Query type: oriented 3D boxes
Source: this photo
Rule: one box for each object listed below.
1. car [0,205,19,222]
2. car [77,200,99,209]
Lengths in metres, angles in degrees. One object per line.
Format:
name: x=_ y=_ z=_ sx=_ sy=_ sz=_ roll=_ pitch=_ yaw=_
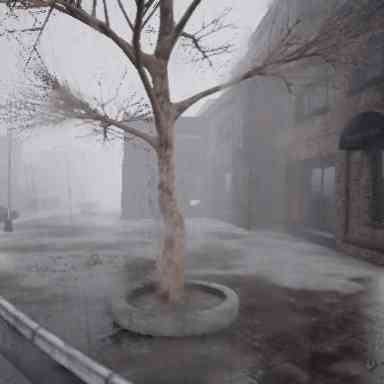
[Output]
car: x=-16.216 y=1.755 z=27.994 sx=1.994 sy=1.385 sz=4.181 roll=1 pitch=-1 yaw=-7
car: x=-17.242 y=2.035 z=55.383 sx=1.882 sy=1.535 sz=5.008 roll=1 pitch=-1 yaw=11
